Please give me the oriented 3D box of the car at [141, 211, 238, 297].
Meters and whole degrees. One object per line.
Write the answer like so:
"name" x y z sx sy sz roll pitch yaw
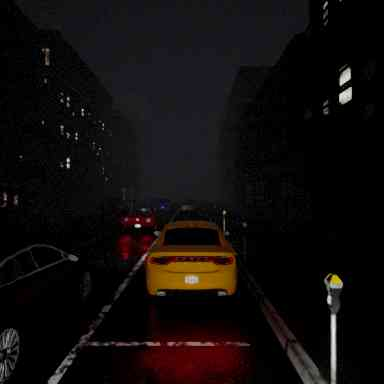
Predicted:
"car" -0.005 1.478 8.649 1.882 1.535 5.008 0 0 0

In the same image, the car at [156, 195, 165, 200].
"car" -8.834 1.539 93.519 2.008 1.369 4.403 0 0 0

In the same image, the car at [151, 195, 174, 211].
"car" -3.146 1.477 38.068 1.882 1.535 5.008 0 0 0

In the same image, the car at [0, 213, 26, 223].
"car" -8.835 1.583 14.612 1.802 1.307 4.206 0 0 0

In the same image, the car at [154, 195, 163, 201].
"car" -8.834 1.541 87.882 2.008 1.369 4.403 0 0 0

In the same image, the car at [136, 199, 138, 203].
"car" -8.834 1.543 48.430 1.887 1.381 4.507 0 0 0

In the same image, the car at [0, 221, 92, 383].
"car" -3.044 1.491 5.231 2.128 1.511 4.902 0 0 0

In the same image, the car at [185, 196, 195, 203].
"car" -0.453 1.545 70.970 2.008 1.369 4.403 0 0 0

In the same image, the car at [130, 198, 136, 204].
"car" -8.834 1.439 42.793 1.967 1.590 4.097 0 0 0

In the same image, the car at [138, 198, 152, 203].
"car" -6.146 1.588 48.614 2.033 1.411 5.357 0 0 0

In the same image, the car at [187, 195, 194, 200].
"car" -0.452 1.513 93.685 1.752 1.417 4.829 0 0 0

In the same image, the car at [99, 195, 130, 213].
"car" -8.833 1.314 37.157 2.192 1.841 5.009 0 0 0

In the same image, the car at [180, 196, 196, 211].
"car" -0.454 1.525 37.323 1.752 1.417 4.829 0 0 0

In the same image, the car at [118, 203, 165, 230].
"car" -3.045 1.601 20.939 1.895 1.301 4.718 0 0 0
